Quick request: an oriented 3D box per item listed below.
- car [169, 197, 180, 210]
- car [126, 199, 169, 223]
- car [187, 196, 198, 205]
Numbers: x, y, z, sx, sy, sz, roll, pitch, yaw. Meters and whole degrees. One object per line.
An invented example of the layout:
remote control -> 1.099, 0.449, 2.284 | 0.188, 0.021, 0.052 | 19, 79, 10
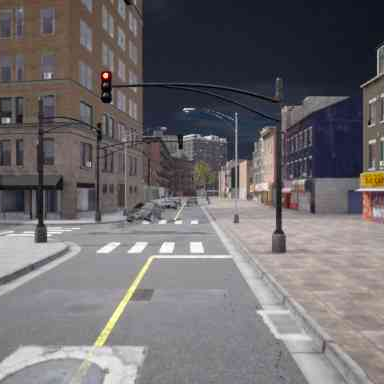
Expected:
car -> -2.884, 1.572, 41.643 | 1.994, 1.385, 4.181 | 0, 0, 0
car -> -3.468, 1.508, 25.516 | 1.837, 1.490, 4.892 | 1, 0, 10
car -> 0.051, 1.508, 59.333 | 2.128, 1.511, 4.902 | 0, 0, 0
